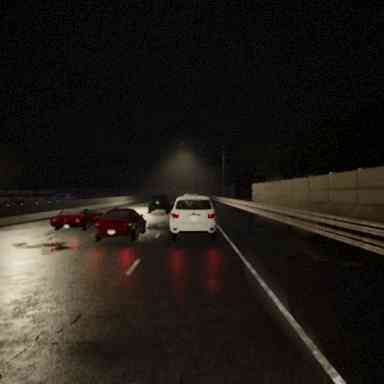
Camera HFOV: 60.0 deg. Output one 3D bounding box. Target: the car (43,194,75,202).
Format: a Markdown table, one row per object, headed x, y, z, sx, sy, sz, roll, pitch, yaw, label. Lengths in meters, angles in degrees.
| x | y | z | sx | sy | sz | roll | pitch | yaw | label |
| --- | --- | --- | --- | --- | --- | --- | --- | --- | --- |
| -17.811 | 1.242 | 45.532 | 2.150 | 2.045 | 5.566 | 0 | 0 | 0 | car |

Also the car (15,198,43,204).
| x | y | z | sx | sy | sz | roll | pitch | yaw | label |
| --- | --- | --- | --- | --- | --- | --- | --- | --- | --- |
| -21.308 | 1.568 | 45.191 | 2.033 | 1.411 | 5.357 | 0 | 0 | 0 | car |

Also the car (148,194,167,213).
| x | y | z | sx | sy | sz | roll | pitch | yaw | label |
| --- | --- | --- | --- | --- | --- | --- | --- | --- | --- |
| -3.550 | 1.238 | 36.958 | 2.150 | 2.045 | 5.566 | 0 | 0 | 0 | car |

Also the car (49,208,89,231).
| x | y | z | sx | sy | sz | roll | pitch | yaw | label |
| --- | --- | --- | --- | --- | --- | --- | --- | --- | --- |
| -6.950 | 1.609 | 20.599 | 1.895 | 1.301 | 4.718 | 0 | 0 | 0 | car |

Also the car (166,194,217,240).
| x | y | z | sx | sy | sz | roll | pitch | yaw | label |
| --- | --- | --- | --- | --- | --- | --- | --- | --- | --- |
| 0.063 | 1.228 | 17.202 | 2.150 | 2.045 | 5.566 | 0 | 0 | 0 | car |

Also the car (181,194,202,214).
| x | y | z | sx | sy | sz | roll | pitch | yaw | label |
| --- | --- | --- | --- | --- | --- | --- | --- | --- | --- |
| -0.050 | 1.238 | 36.988 | 2.150 | 2.045 | 5.566 | 0 | 0 | 0 | car |

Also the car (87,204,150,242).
| x | y | z | sx | sy | sz | roll | pitch | yaw | label |
| --- | --- | --- | --- | --- | --- | --- | --- | --- | --- |
| -3.435 | 1.532 | 16.454 | 1.812 | 1.442 | 4.674 | 0 | 0 | 0 | car |

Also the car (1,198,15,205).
| x | y | z | sx | sy | sz | roll | pitch | yaw | label |
| --- | --- | --- | --- | --- | --- | --- | --- | --- | --- |
| -24.810 | 1.585 | 46.445 | 1.994 | 1.385 | 4.181 | 0 | 0 | 0 | car |
